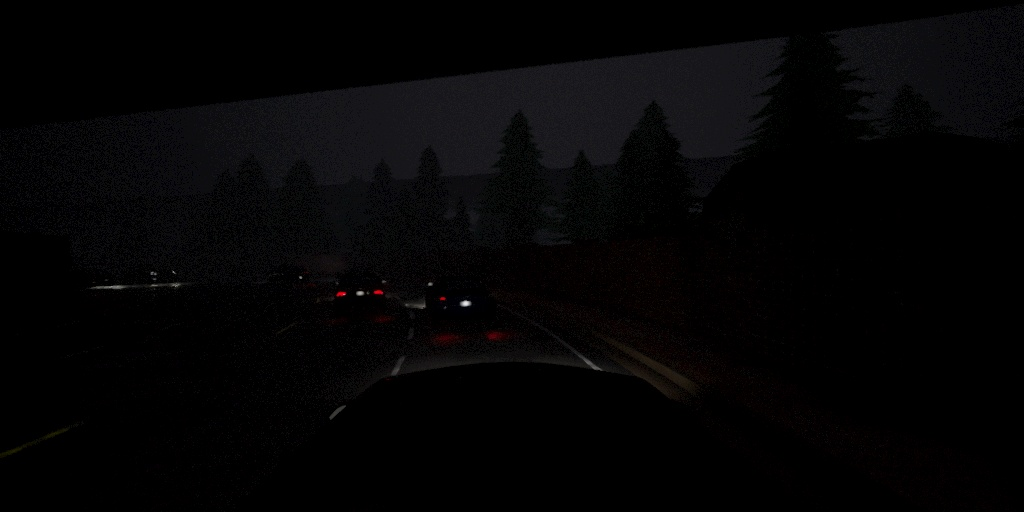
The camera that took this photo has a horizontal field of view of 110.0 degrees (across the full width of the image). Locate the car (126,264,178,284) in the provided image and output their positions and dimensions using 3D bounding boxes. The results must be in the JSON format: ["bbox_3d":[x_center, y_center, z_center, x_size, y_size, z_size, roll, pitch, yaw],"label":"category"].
[{"bbox_3d":[-32.656,1.547,32.337,4.553,1.767,2.097,-1,0,16],"label":"car"}]

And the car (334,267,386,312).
[{"bbox_3d":[-6.347,1.390,15.033,2.033,1.411,5.357,-1,0,-23],"label":"car"}]

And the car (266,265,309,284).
[{"bbox_3d":[-19.026,1.523,30.332,4.892,1.490,1.837,-1,-1,35],"label":"car"}]

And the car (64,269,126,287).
[{"bbox_3d":[-34.437,1.782,29.230,4.181,1.385,1.994,-1,0,15],"label":"car"}]

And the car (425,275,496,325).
[{"bbox_3d":[-1.868,1.346,12.231,1.994,1.385,4.181,-1,0,-16],"label":"car"}]
